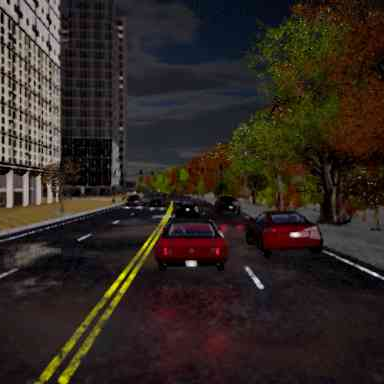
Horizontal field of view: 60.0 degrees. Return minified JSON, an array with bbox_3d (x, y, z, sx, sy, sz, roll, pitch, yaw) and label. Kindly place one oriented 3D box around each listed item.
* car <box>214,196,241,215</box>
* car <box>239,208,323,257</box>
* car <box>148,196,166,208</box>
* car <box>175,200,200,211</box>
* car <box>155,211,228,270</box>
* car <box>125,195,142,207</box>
[{"bbox_3d":[2.933,1.104,28.012,1.812,1.442,4.674,3,-2,-2],"label":"car"},{"bbox_3d":[3.203,1.367,12.398,1.994,1.385,4.181,-3,-2,-1],"label":"car"},{"bbox_3d":[-4.335,1.217,41.642,1.994,1.385,4.181,0,0,-3],"label":"car"},{"bbox_3d":[-0.385,1.329,27.794,1.994,1.385,4.181,0,0,-2],"label":"car"},{"bbox_3d":[-0.020,1.510,10.639,1.895,1.301,4.718,0,1,0],"label":"car"},{"bbox_3d":[-7.709,1.138,44.382,1.837,1.490,4.892,0,0,-3],"label":"car"}]
